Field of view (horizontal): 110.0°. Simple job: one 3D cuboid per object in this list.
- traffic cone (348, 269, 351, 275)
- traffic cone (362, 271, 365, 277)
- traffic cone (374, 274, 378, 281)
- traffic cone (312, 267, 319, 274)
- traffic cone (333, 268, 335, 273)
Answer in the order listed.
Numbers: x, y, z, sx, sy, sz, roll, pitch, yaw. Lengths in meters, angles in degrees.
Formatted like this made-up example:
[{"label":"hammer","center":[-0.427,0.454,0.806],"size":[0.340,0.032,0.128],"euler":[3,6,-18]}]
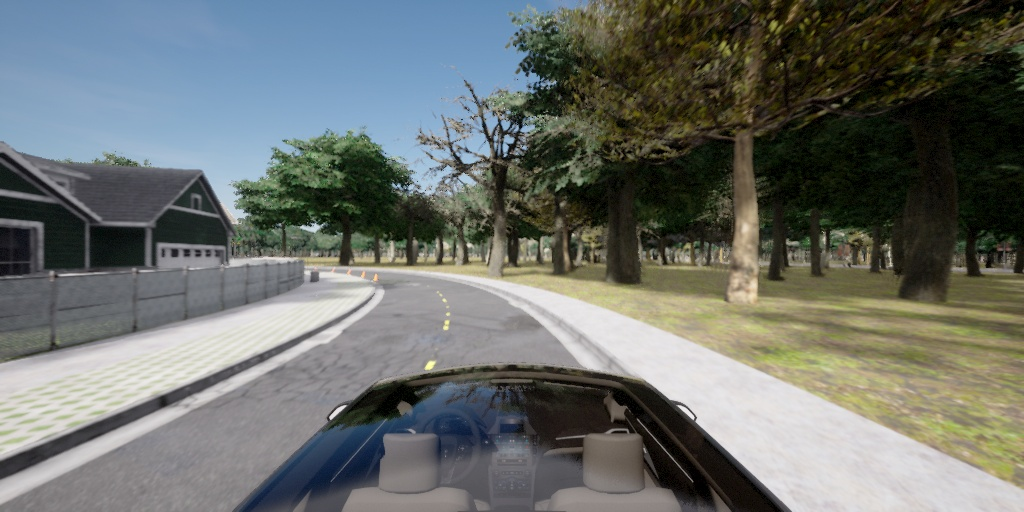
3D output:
[{"label":"traffic cone","center":[-16.487,1.612,36.384],"size":[0.340,0.580,0.340],"euler":[0,0,-41]},{"label":"traffic cone","center":[-13.503,1.637,32.670],"size":[0.340,0.580,0.340],"euler":[0,0,-36]},{"label":"traffic cone","center":[-10.883,1.659,28.690],"size":[0.340,0.580,0.340],"euler":[0,0,-31]},{"label":"traffic cone","center":[-23.437,1.553,42.886],"size":[0.340,0.580,0.340],"euler":[0,0,38]},{"label":"traffic cone","center":[-19.807,1.583,39.799],"size":[0.340,0.580,0.340],"euler":[0,0,43]}]
